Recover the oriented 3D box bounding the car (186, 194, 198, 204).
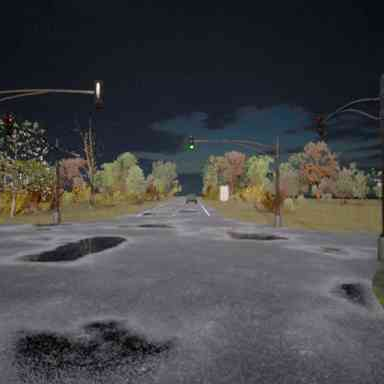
[{"bbox_3d":[-0.066,1.394,67.510,2.150,2.045,5.566,0,0,0],"label":"car"}]

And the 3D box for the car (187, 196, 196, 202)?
[{"bbox_3d":[-0.077,1.582,77.901,2.033,1.411,5.357,0,0,0],"label":"car"}]
